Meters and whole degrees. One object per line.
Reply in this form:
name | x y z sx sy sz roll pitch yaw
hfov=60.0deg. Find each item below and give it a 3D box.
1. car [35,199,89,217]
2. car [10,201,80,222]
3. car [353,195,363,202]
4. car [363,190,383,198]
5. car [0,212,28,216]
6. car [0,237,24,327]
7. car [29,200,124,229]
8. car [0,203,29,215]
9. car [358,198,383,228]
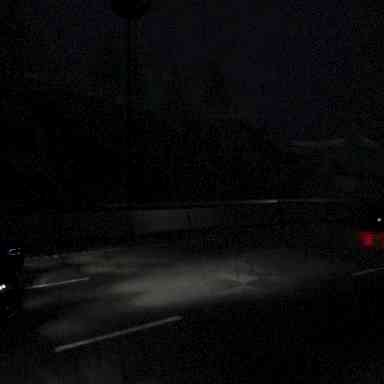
car | -11.597 1.386 29.695 4.181 1.385 1.994 -1 1 -32
car | -11.332 1.454 25.740 4.718 1.301 1.895 -1 1 -33
car | 25.159 0.960 47.033 4.892 1.490 1.837 -1 0 -18
car | 25.780 0.702 43.603 5.566 2.045 2.150 -1 0 -18
car | -6.600 1.454 7.557 5.008 1.535 1.882 -1 1 -36
car | -5.002 1.486 4.393 4.902 1.511 2.128 -1 1 -36
car | -6.760 1.418 20.390 5.357 1.411 2.033 -1 1 -33
car | -11.091 1.450 21.673 4.181 1.385 1.994 -1 1 -33
car | 12.164 1.261 18.854 4.902 1.511 2.128 -1 1 -27
